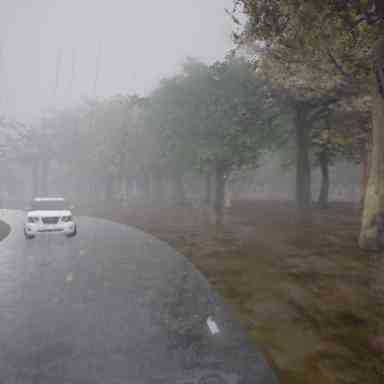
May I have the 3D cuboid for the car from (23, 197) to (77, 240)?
[{"bbox_3d":[-7.713,1.309,18.068,2.150,2.045,5.566,0,0,-24],"label":"car"}]
